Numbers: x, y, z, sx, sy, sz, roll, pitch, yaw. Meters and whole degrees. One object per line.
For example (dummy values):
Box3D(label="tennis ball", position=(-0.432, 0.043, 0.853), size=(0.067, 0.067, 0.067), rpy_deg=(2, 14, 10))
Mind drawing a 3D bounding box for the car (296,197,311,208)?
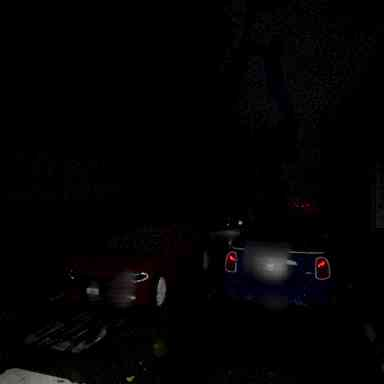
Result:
Box3D(label="car", position=(15.669, 1.470, 46.629), size=(1.994, 1.385, 4.181), rpy_deg=(0, 0, 19))

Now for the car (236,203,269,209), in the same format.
Box3D(label="car", position=(3.406, 1.576, 20.861), size=(1.994, 1.385, 4.181), rpy_deg=(0, 0, 19))

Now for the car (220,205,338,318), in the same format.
Box3D(label="car", position=(2.141, 1.357, 7.823), size=(2.097, 1.767, 4.553), rpy_deg=(0, 0, 19))

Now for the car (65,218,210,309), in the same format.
Box3D(label="car", position=(-0.969, 1.483, 8.270), size=(1.882, 1.535, 5.008), rpy_deg=(0, 0, 19))

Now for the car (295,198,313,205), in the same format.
Box3D(label="car", position=(12.610, 1.512, 37.688), size=(2.033, 1.411, 5.357), rpy_deg=(0, 0, 20))

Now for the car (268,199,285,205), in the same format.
Box3D(label="car", position=(9.998, 1.508, 39.546), size=(2.033, 1.411, 5.357), rpy_deg=(0, 0, 19))
